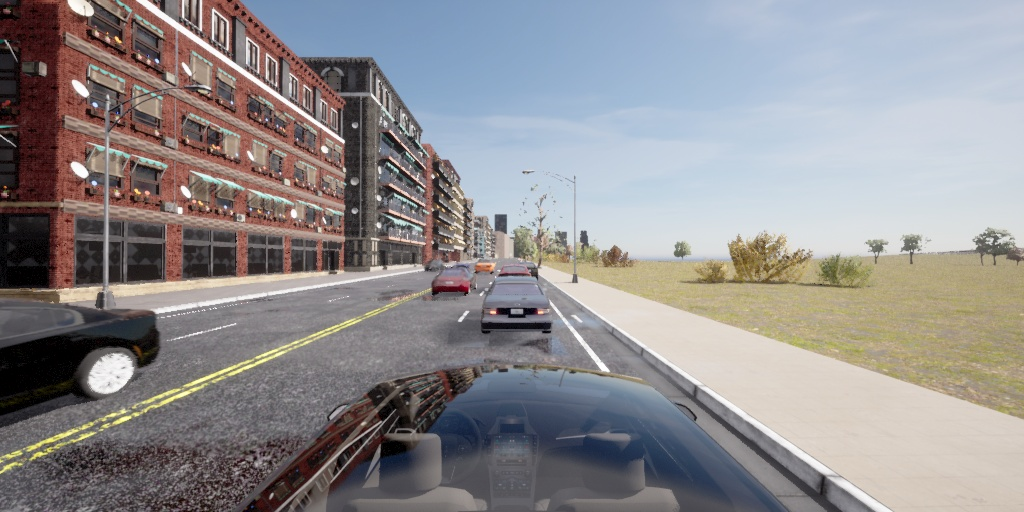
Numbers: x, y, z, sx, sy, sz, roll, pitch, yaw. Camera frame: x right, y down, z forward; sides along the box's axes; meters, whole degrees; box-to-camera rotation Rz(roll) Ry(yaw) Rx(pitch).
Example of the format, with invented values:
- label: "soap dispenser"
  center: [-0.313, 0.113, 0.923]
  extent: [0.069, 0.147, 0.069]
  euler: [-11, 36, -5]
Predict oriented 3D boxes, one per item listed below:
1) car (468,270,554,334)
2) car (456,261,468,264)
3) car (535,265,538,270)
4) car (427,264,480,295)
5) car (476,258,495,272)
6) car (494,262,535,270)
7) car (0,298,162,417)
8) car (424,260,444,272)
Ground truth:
- label: "car"
  center: [0.117, 1.299, 10.619]
  extent: [2.033, 1.411, 5.357]
  euler: [0, 0, 0]
- label: "car"
  center: [-6.509, 1.354, 45.765]
  extent: [1.895, 1.301, 4.718]
  euler: [0, 0, 0]
- label: "car"
  center: [1.197, 1.231, 30.597]
  extent: [1.882, 1.535, 5.008]
  euler: [0, 0, 0]
- label: "car"
  center: [-3.114, 1.317, 19.874]
  extent: [1.994, 1.385, 4.181]
  euler: [0, 0, 0]
- label: "car"
  center: [-3.070, 1.105, 41.453]
  extent: [2.097, 1.767, 4.553]
  euler: [0, 0, 0]
- label: "car"
  center: [0.142, 1.230, 21.159]
  extent: [1.882, 1.535, 5.008]
  euler: [0, 0, 0]
- label: "car"
  center: [-6.597, 1.228, 3.638]
  extent: [1.882, 1.535, 5.008]
  euler: [0, 0, 0]
- label: "car"
  center: [-9.759, 1.258, 45.342]
  extent: [1.837, 1.490, 4.892]
  euler: [0, 0, 0]
